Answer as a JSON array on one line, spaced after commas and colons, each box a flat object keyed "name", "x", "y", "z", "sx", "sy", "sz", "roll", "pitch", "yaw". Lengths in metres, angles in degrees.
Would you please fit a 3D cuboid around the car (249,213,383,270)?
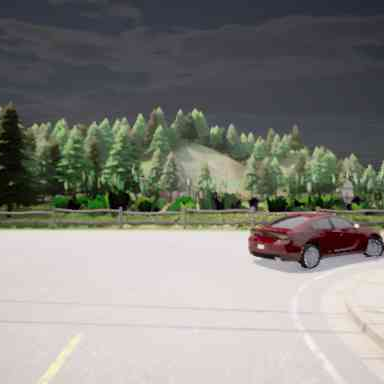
[{"name": "car", "x": 4.186, "y": 1.432, "z": 10.991, "sx": 5.008, "sy": 1.535, "sz": 1.882, "roll": -1, "pitch": -2, "yaw": -30}]
